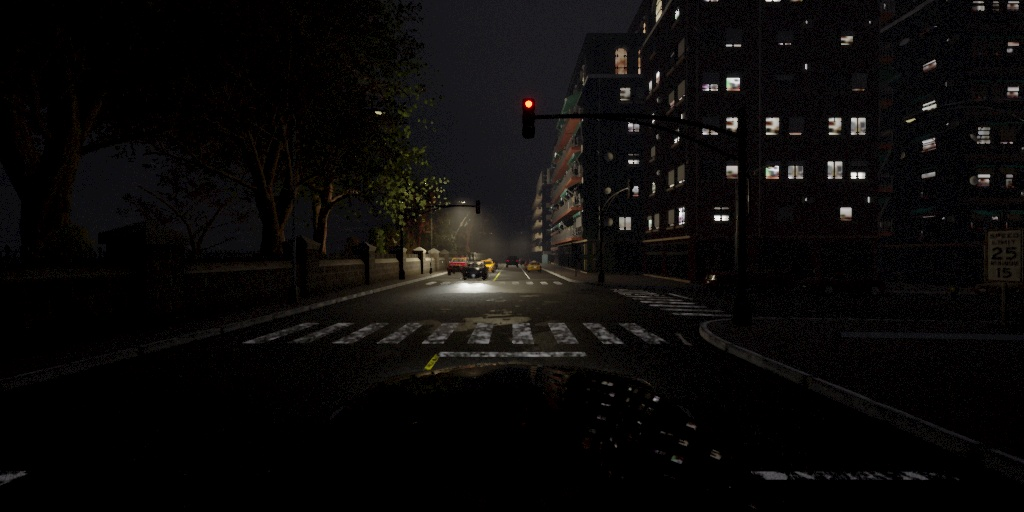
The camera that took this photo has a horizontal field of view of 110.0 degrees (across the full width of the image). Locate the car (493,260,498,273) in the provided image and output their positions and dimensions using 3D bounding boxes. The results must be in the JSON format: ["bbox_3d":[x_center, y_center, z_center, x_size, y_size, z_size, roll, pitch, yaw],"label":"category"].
[{"bbox_3d":[-3.057,1.235,42.997,1.882,1.535,5.008,0,0,0],"label":"car"}]

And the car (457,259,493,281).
[{"bbox_3d":[-3.000,1.243,29.986,2.128,1.511,4.902,0,0,-1],"label":"car"}]

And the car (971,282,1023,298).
[{"bbox_3d":[31.533,1.857,22.184,4.829,1.417,1.751,0,0,0],"label":"car"}]

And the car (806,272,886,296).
[{"bbox_3d":[20.312,1.671,22.159,4.507,1.381,1.888,0,0,0],"label":"car"}]

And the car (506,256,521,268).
[{"bbox_3d":[0.055,0.992,63.674,2.150,2.045,5.566,0,0,0],"label":"car"}]

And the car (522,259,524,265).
[{"bbox_3d":[2.733,1.306,49.811,1.888,1.381,4.507,0,0,0],"label":"car"}]

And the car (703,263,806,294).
[{"bbox_3d":[14.617,1.338,22.146,5.009,1.841,2.192,0,0,0],"label":"car"}]

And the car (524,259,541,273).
[{"bbox_3d":[2.728,1.283,44.447,1.751,1.417,4.829,0,0,0],"label":"car"}]

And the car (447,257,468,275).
[{"bbox_3d":[-5.657,1.069,38.748,2.192,1.841,5.009,0,0,0],"label":"car"}]

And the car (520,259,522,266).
[{"bbox_3d":[2.737,1.315,55.347,2.007,1.370,4.403,0,0,0],"label":"car"}]
